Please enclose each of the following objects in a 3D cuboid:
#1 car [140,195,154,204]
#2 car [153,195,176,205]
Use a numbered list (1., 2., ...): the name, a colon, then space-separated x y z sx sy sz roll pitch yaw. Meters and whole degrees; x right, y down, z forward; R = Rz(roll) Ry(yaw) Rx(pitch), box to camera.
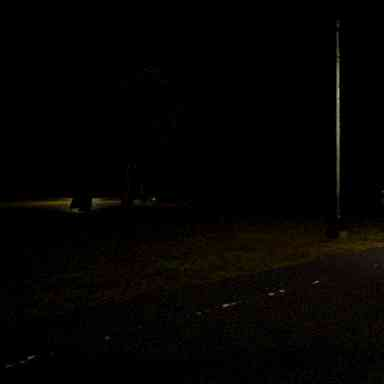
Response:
1. car: -8.625 1.416 66.875 2.097 1.767 4.553 1 0 -34
2. car: -4.728 1.563 61.045 1.837 1.490 4.892 1 0 -33
